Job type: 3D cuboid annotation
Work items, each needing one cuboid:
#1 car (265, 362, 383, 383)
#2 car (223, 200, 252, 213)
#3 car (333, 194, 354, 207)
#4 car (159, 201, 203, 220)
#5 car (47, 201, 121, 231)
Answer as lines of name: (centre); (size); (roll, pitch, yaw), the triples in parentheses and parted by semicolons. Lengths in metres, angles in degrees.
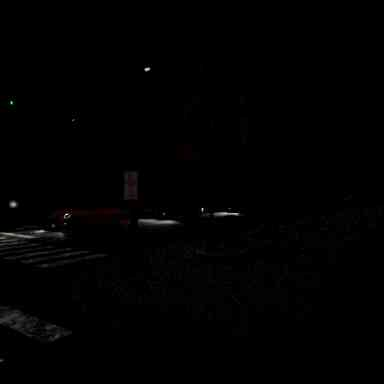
car: (2.194, 1.551, 1.277); (4.403, 1.369, 2.008); (0, 0, 36)
car: (5.198, 1.620, 37.790); (1.994, 1.385, 4.181); (0, 0, 35)
car: (24.099, 1.347, 52.878); (2.150, 2.045, 5.566); (0, 0, 35)
car: (-0.883, 1.540, 29.221); (1.837, 1.490, 4.892); (0, 0, 35)
car: (-6.704, 1.370, 21.012); (2.097, 1.767, 4.553); (0, 0, 35)
